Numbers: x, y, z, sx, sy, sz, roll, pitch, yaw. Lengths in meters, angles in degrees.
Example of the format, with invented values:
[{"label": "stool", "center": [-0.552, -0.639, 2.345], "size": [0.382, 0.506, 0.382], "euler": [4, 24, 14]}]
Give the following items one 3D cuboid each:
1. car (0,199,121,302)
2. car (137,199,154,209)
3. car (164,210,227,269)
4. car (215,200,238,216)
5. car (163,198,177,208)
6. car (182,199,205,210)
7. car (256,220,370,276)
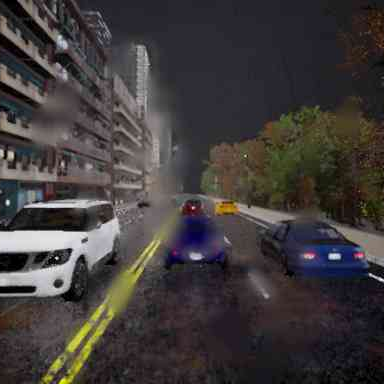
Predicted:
[{"label": "car", "center": [-3.348, 1.239, 8.639], "size": [2.150, 2.045, 5.566], "euler": [0, 0, 0]}, {"label": "car", "center": [-6.563, 1.702, 47.449], "size": [1.895, 1.301, 4.718], "euler": [0, 0, 0]}, {"label": "car", "center": [0.117, 1.547, 11.123], "size": [1.812, 1.442, 4.674], "euler": [0, 0, 0]}, {"label": "car", "center": [3.363, 1.544, 32.832], "size": [1.882, 1.535, 5.008], "euler": [0, 0, 0]}, {"label": "car", "center": [-3.306, 1.596, 49.588], "size": [2.128, 1.511, 4.902], "euler": [0, 0, 0]}, {"label": "car", "center": [0.113, 1.415, 31.035], "size": [2.097, 1.767, 4.553], "euler": [0, 0, 0]}, {"label": "car", "center": [3.355, 1.567, 10.329], "size": [2.033, 1.411, 5.357], "euler": [0, 0, 0]}]
